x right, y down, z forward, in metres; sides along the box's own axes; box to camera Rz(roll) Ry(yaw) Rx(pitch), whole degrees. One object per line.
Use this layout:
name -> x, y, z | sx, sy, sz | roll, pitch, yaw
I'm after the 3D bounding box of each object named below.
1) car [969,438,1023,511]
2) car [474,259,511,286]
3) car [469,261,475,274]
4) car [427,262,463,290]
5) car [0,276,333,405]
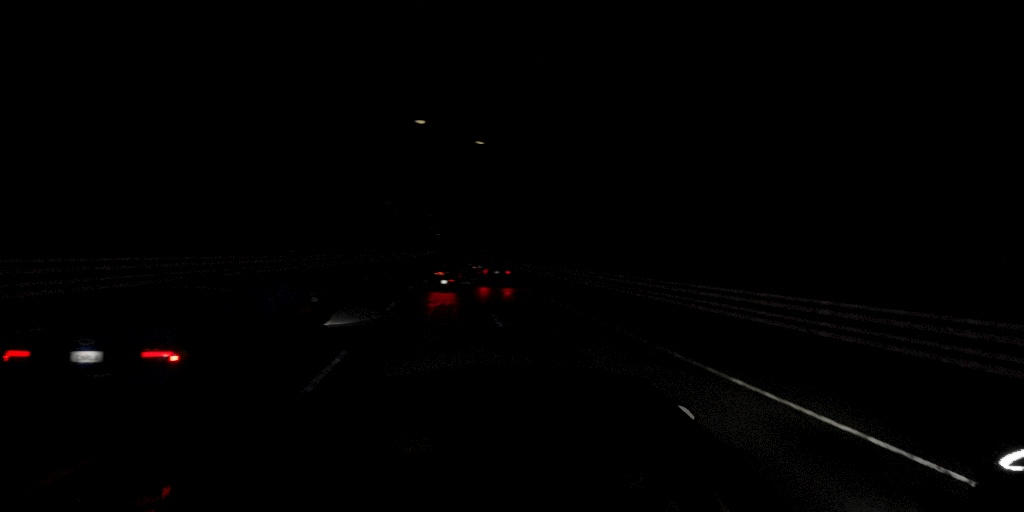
car -> 4.486, 1.342, 0.607 | 2.097, 1.767, 4.553 | 3, 0, -11
car -> -1.360, 1.119, 26.294 | 2.097, 1.767, 4.553 | 3, 0, -9
car -> -3.707, 1.237, 39.711 | 2.033, 1.411, 5.357 | 3, 0, -9
car -> -4.034, 1.106, 21.514 | 1.837, 1.490, 4.892 | 3, 0, -10
car -> -4.765, 1.051, 6.098 | 2.033, 1.411, 5.357 | 3, 0, -11
